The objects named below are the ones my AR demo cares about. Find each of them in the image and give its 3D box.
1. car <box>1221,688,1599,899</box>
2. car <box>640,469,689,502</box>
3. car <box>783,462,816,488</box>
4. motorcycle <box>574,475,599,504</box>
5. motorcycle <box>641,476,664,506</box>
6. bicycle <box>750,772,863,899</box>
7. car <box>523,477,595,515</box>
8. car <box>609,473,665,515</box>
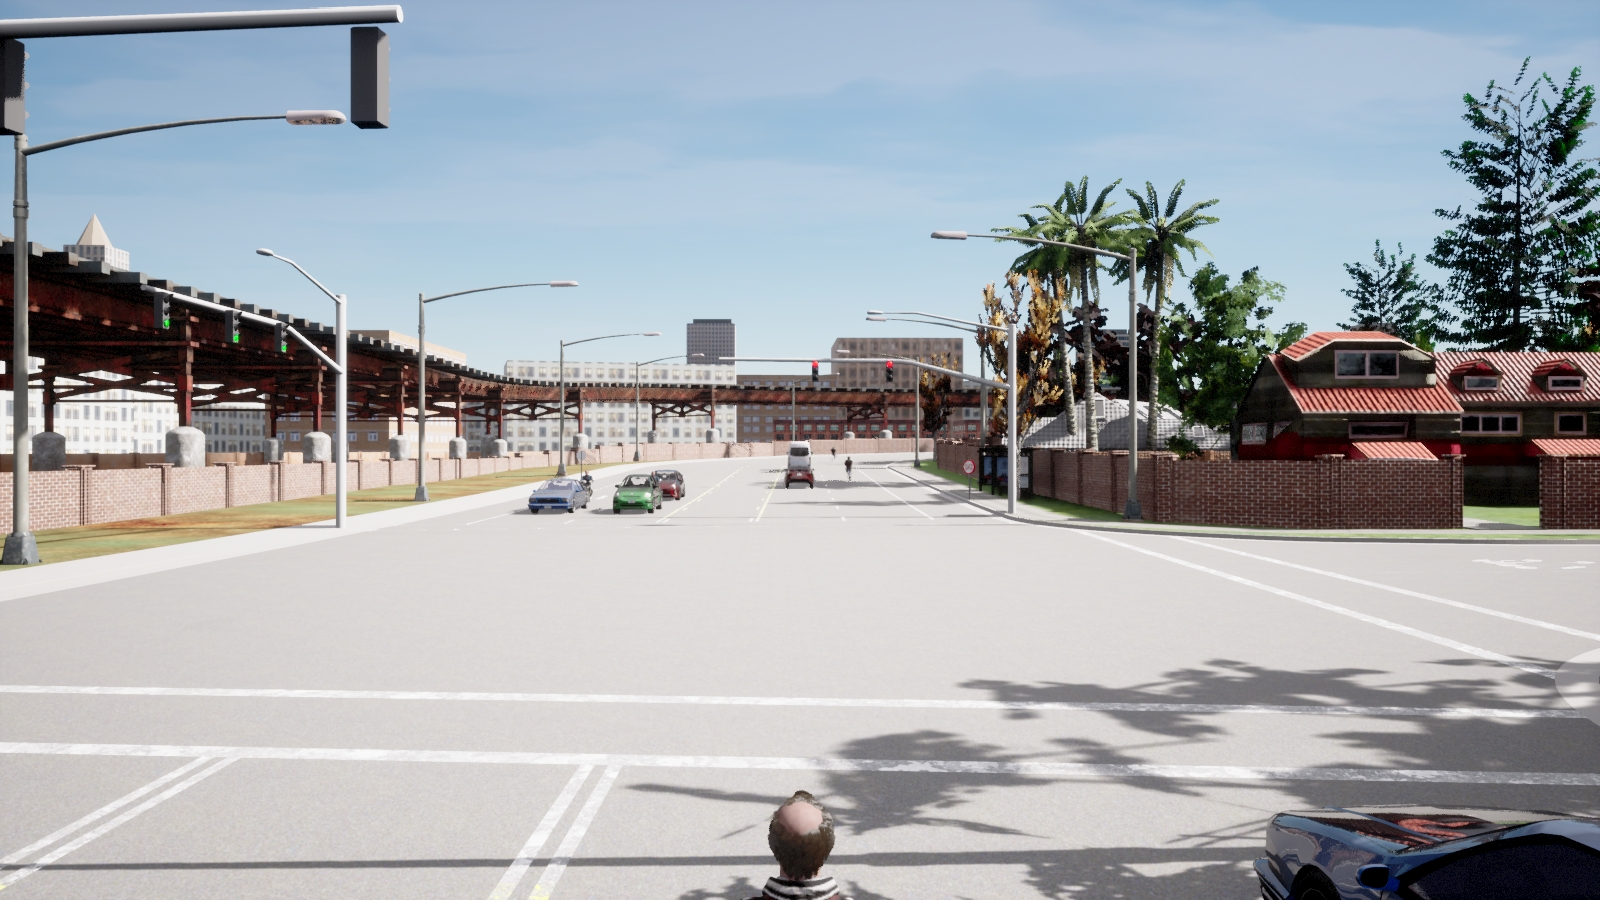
[{"bbox_3d":[3.467,2.106,4.038,2.033,1.411,5.357,0,0,1],"label":"car"},{"bbox_3d":[-7.040,1.800,59.633,2.007,1.525,4.514,0,1,0],"label":"car"},{"bbox_3d":[-0.046,1.576,73.318,2.007,1.525,4.514,0,1,0],"label":"car"},{"bbox_3d":[-10.476,1.934,56.002,0.856,1.341,1.805,0,1,1],"label":"motorcycle"},{"bbox_3d":[-7.053,1.947,54.746,0.856,1.341,1.805,0,1,0],"label":"motorcycle"},{"bbox_3d":[0.019,2.048,3.681,0.329,1.496,1.835,0,0,0],"label":"bicycle"},{"bbox_3d":[-10.533,1.979,50.381,2.033,1.411,5.357,0,1,0],"label":"car"},{"bbox_3d":[-7.031,1.877,49.699,1.851,1.617,3.988,0,1,0],"label":"car"}]
